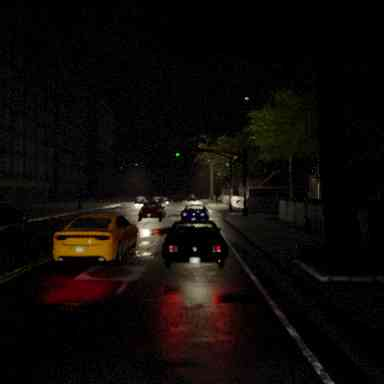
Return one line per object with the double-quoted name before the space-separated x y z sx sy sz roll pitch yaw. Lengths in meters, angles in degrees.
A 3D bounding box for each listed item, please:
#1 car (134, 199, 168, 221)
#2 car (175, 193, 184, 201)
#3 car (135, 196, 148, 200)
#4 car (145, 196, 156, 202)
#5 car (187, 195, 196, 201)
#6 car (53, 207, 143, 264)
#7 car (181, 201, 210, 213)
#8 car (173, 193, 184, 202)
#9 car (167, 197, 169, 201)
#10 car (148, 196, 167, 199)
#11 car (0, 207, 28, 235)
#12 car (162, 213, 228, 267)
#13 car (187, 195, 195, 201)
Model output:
"car" -3.193 1.542 26.864 1.812 1.442 4.674 0 0 0
"car" -3.399 1.209 88.425 2.150 2.045 5.566 0 0 0
"car" -9.873 1.581 64.184 2.128 1.511 4.902 0 0 0
"car" -9.885 1.670 79.675 1.994 1.385 4.181 0 0 0
"car" -0.149 1.509 88.399 2.128 1.511 4.902 0 0 0
"car" -3.171 1.482 11.840 1.882 1.535 5.008 0 0 0
"car" 0.356 1.616 25.655 1.895 1.301 4.718 0 0 6
"car" -3.382 1.638 78.389 1.812 1.442 4.674 0 0 0
"car" -6.634 1.712 79.640 1.895 1.301 4.718 0 0 0
"car" -6.626 1.580 64.251 2.128 1.511 4.902 0 0 0
"car" -9.852 1.514 16.236 1.837 1.490 4.892 0 -1 0
"car" 0.080 1.605 11.438 1.895 1.301 4.718 0 0 0
"car" -0.132 1.652 77.979 2.033 1.411 5.357 0 0 0
